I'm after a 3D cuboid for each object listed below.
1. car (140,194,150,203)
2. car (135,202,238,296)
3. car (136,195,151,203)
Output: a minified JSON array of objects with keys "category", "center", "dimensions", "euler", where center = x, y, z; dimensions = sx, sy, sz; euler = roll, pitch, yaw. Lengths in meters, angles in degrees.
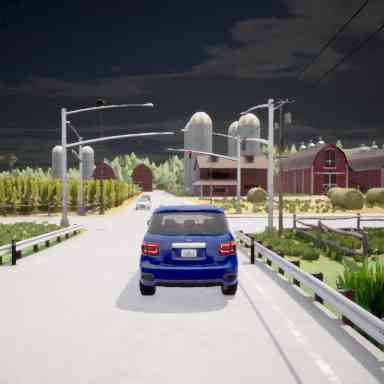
[{"category":"car","center":[-8.933,1.219,63.983],"dimensions":[1.812,1.442,4.674],"euler":[0,1,-7]},{"category":"car","center":[-0.110,1.370,9.166],"dimensions":[2.150,2.045,5.566],"euler":[0,-2,-1]},{"category":"car","center":[-6.407,1.531,43.820],"dimensions":[1.812,1.442,4.674],"euler":[0,1,-7]}]
